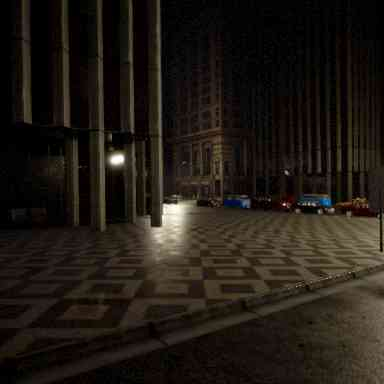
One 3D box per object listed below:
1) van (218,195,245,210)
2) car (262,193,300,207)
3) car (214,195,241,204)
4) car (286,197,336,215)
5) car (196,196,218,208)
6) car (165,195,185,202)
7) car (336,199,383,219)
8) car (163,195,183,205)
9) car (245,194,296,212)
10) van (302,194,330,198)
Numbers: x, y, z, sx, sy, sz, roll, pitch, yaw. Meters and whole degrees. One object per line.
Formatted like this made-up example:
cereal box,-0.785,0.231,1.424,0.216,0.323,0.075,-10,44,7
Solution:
van,5.637,1.294,42.337,1.690,1.788,3.998,-1,1,-36
car,12.566,1.130,47.313,2.192,1.841,5.009,-1,1,-36
car,6.011,1.296,56.419,1.752,1.417,4.829,-1,1,-36
car,12.100,1.549,33.375,2.008,1.369,4.403,-1,1,-36
car,2.408,1.371,46.820,1.967,1.590,4.097,-1,1,-36
car,-3.576,1.257,69.731,2.008,1.369,4.403,-1,1,-36
car,15.331,1.567,28.892,1.887,1.381,4.507,-1,1,-36
car,-4.053,1.439,55.786,2.008,1.369,4.403,-1,1,-36
car,8.868,1.290,37.855,2.192,1.841,5.009,-1,1,-36
van,15.795,1.178,42.830,1.690,1.788,3.998,-1,1,-36
